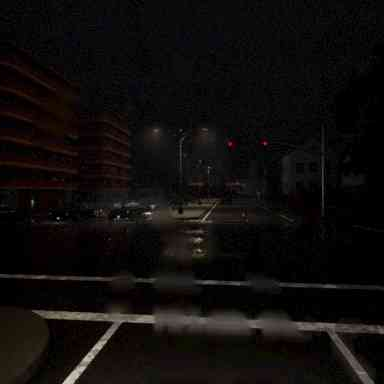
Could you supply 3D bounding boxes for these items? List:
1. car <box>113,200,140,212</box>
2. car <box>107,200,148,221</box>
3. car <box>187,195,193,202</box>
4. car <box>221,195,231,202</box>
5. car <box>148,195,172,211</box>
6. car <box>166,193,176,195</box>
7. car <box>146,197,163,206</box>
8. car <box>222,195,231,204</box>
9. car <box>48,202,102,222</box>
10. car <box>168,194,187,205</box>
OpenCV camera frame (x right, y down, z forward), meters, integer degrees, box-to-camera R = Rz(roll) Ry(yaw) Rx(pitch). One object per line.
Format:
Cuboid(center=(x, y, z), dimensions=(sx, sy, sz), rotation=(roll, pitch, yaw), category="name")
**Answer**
Cuboid(center=(-7.666, 1.601, 39.534), dimensions=(1.895, 1.301, 4.718), rotation=(0, 0, 6), category="car")
Cuboid(center=(-5.385, 1.601, 27.583), dimensions=(1.895, 1.301, 4.718), rotation=(0, 0, 6), category="car")
Cuboid(center=(-0.910, 1.426, 69.924), dimensions=(2.033, 1.411, 5.357), rotation=(0, 0, 6), category="car")
Cuboid(center=(7.730, 1.523, 75.654), dimensions=(2.128, 1.511, 4.902), rotation=(0, 0, 6), category="car")
Cuboid(center=(-4.126, 1.493, 39.748), dimensions=(2.128, 1.511, 4.902), rotation=(0, 0, 6), category="car")
Cuboid(center=(-4.481, 1.133, 69.425), dimensions=(2.150, 2.045, 5.566), rotation=(0, 0, 6), category="car")
Cuboid(center=(-6.085, 1.564, 54.735), dimensions=(1.994, 1.385, 4.181), rotation=(0, 0, 6), category="car")
Cuboid(center=(6.654, 1.506, 64.322), dimensions=(1.837, 1.490, 4.892), rotation=(0, 0, 6), category="car")
Cuboid(center=(-9.304, 1.548, 27.159), dimensions=(2.033, 1.411, 5.357), rotation=(0, 0, 13), category="car")
Cuboid(center=(-2.491, 1.506, 55.494), dimensions=(1.837, 1.490, 4.892), rotation=(0, 0, 6), category="car")
